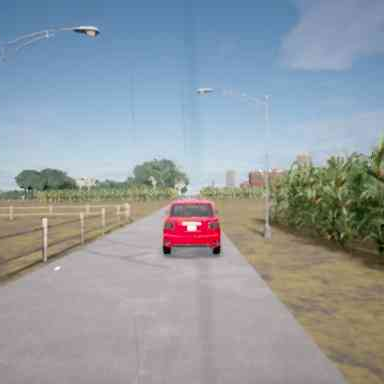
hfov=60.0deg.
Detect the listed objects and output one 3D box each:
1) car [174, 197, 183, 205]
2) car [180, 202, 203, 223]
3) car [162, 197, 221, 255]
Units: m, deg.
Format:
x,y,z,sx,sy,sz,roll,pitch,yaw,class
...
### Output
x,y,z,sx,sy,sz,roll,pitch,yaw,class
-2.789,1.873,71.025,1.812,1.442,4.674,0,0,0,car
-0.012,1.716,29.311,1.837,1.490,4.892,0,0,0,car
-0.007,1.335,14.014,2.150,2.045,5.566,0,0,0,car
